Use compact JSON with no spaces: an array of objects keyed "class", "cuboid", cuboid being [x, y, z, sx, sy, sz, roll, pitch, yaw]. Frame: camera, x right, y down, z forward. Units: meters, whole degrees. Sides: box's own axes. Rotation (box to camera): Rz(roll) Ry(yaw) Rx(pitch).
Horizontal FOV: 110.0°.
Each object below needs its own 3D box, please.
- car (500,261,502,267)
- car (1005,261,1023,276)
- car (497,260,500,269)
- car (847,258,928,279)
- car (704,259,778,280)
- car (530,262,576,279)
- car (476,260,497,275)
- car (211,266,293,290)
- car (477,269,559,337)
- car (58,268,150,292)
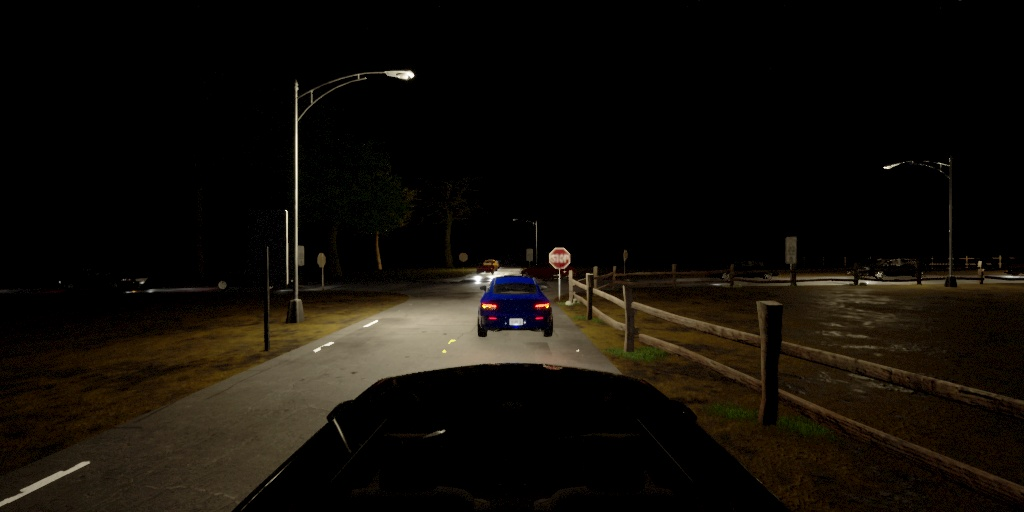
[{"class":"car","cuboid":[-2.933,1.385,58.904,2.033,1.411,5.357,0,0,1]},{"class":"car","cuboid":[40.050,0.824,26.879,4.181,1.385,1.994,-1,1,0]},{"class":"car","cuboid":[-2.954,1.279,49.075,1.882,1.535,5.008,0,0,0]},{"class":"car","cuboid":[28.125,0.906,26.936,4.892,1.490,1.837,-1,1,0]},{"class":"car","cuboid":[17.151,1.008,26.980,5.008,1.535,1.882,0,1,0]},{"class":"car","cuboid":[2.940,1.238,29.483,4.674,1.442,1.812,-2,0,34]},{"class":"car","cuboid":[-2.899,1.380,39.719,1.895,1.301,4.718,0,0,-2]},{"class":"car","cuboid":[-17.334,1.435,24.166,5.008,1.535,1.882,-1,1,0]},{"class":"car","cuboid":[0.053,1.277,10.158,1.812,1.442,4.674,0,0,-1]},{"class":"car","cuboid":[-27.381,1.561,24.170,4.902,1.511,2.128,-1,1,0]}]
